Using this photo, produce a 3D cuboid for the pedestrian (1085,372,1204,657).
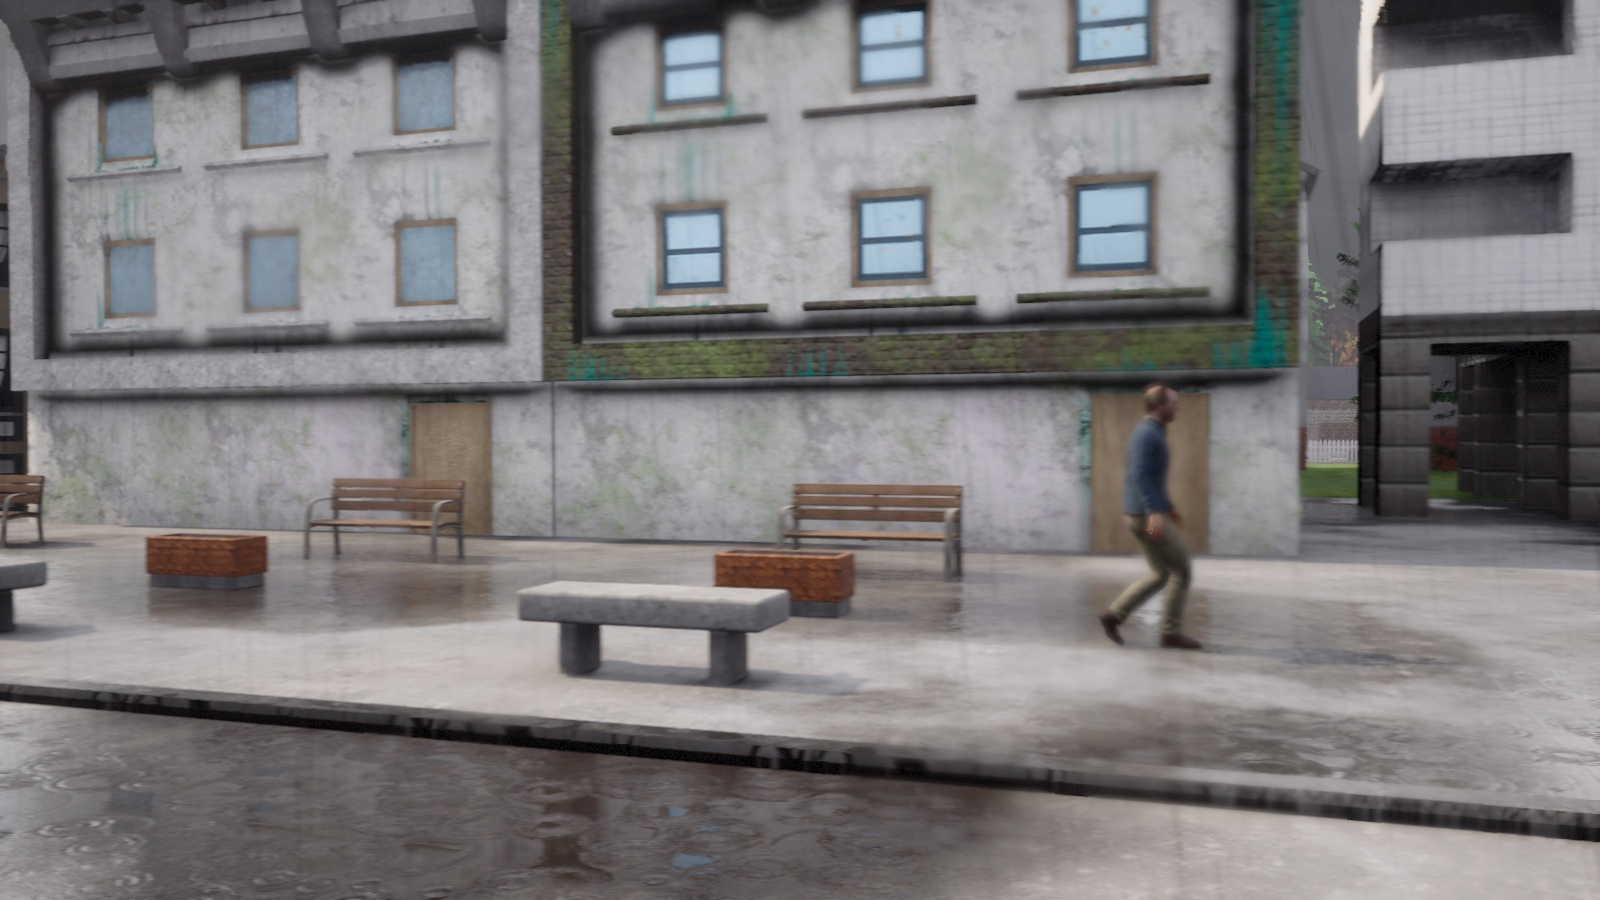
[{"bbox_3d":[2.283,0.411,8.373,0.726,1.842,0.402,0,1,11],"label":"pedestrian"}]
